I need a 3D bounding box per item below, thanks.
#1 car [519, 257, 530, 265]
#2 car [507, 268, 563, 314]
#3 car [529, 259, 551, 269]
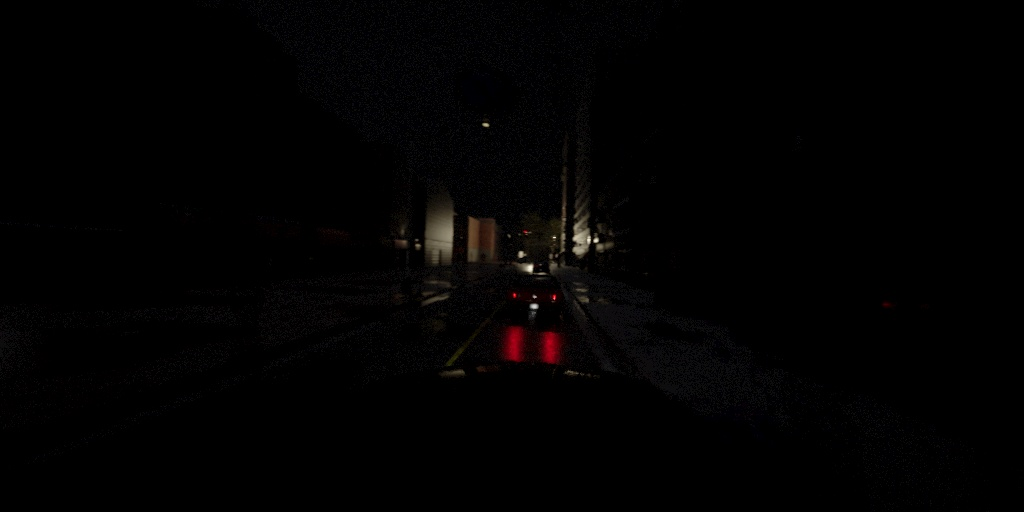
[{"bbox_3d":[2.247,0.860,61.076,1.837,1.490,4.892,2,0,5],"label":"car"},{"bbox_3d":[0.962,1.360,13.968,1.895,1.301,4.718,2,0,6],"label":"car"},{"bbox_3d":[3.187,1.270,39.326,1.882,1.535,5.008,2,0,5],"label":"car"}]
